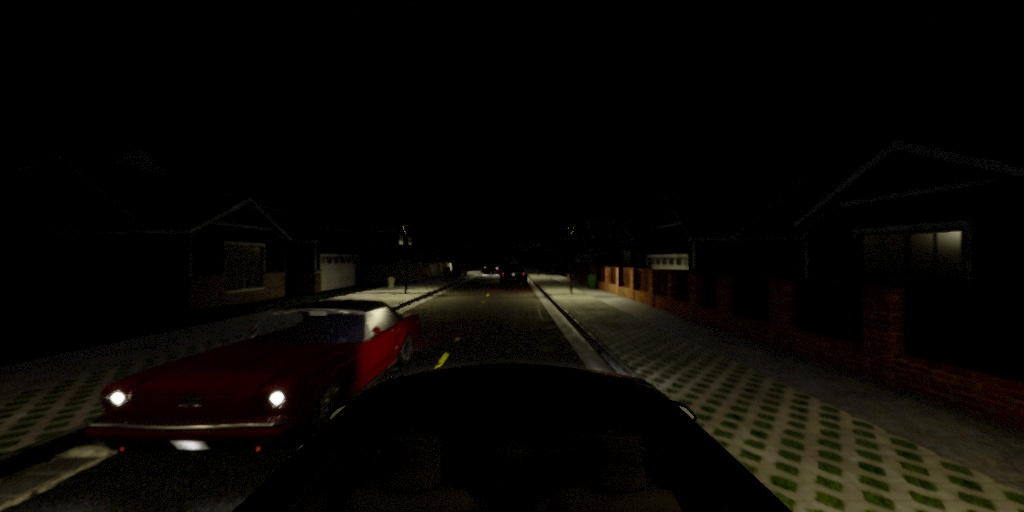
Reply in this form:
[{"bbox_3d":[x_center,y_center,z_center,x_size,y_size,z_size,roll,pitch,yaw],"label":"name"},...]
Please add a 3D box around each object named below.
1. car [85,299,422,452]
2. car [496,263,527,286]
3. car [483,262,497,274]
[{"bbox_3d":[-2.849,1.394,5.384,1.895,1.301,4.718,0,-1,0],"label":"car"},{"bbox_3d":[0.102,1.406,28.384,2.097,1.767,4.553,0,-1,0],"label":"car"},{"bbox_3d":[-2.823,1.644,50.184,2.097,1.767,4.553,0,-1,0],"label":"car"}]
